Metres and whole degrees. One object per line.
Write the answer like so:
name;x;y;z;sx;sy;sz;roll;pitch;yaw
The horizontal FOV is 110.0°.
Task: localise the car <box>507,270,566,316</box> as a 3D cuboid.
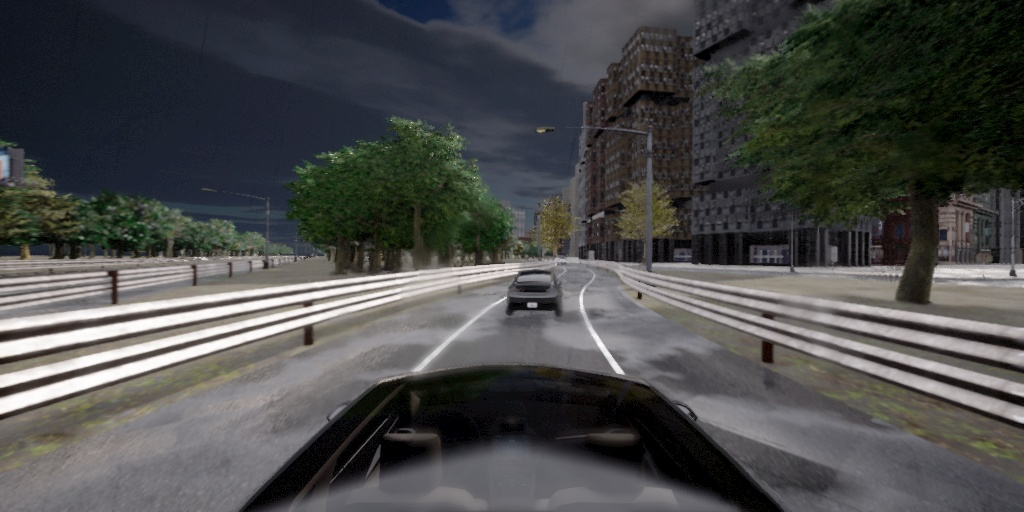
car;0.973;1.262;13.419;1.837;1.490;4.892;0;0;8
